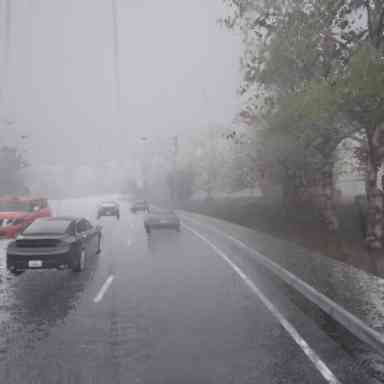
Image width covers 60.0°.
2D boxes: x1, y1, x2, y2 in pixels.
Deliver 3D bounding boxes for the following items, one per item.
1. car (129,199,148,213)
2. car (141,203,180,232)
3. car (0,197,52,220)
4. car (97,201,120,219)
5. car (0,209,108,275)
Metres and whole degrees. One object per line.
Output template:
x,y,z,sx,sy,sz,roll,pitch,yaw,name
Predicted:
-5.999,1.530,37.854,2.128,1.511,4.902,0,0,-16,car
-1.910,1.582,20.273,1.994,1.385,4.181,0,0,-10,car
-8.392,1.255,16.052,2.150,2.045,5.566,0,0,-8,car
-7.406,1.562,29.587,1.812,1.442,4.674,0,0,-14,car
-4.098,1.523,10.624,1.837,1.490,4.892,0,0,-5,car
